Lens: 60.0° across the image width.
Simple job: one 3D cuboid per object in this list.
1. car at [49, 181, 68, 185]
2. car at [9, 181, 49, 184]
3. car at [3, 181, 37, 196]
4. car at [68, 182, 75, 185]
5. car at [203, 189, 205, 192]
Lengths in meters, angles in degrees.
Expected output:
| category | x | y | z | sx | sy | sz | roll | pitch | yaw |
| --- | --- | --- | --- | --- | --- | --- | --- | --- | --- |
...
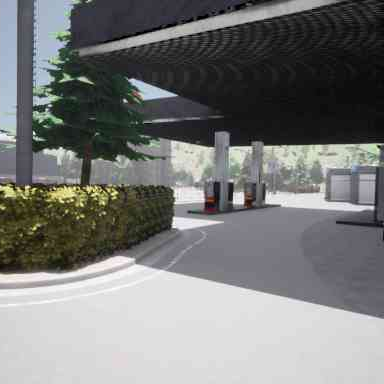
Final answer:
| category | x | y | z | sx | sy | sz | roll | pitch | yaw |
| --- | --- | --- | --- | --- | --- | --- | --- | --- | --- |
| car | -26.976 | -1.264 | 65.408 | 3.866 | 1.878 | 1.905 | 2 | 2 | 35 |
| car | -17.351 | -0.184 | 35.189 | 3.866 | 1.878 | 1.905 | 2 | 2 | 35 |
| car | -21.902 | -0.472 | 42.394 | 4.605 | 1.855 | 1.932 | 2 | 2 | 35 |
| car | -25.645 | -1.289 | 68.024 | 4.605 | 1.855 | 1.932 | 2 | 2 | 35 |
| car | 4.686 | -0.310 | 65.637 | 5.027 | 1.636 | 2.152 | 2 | 2 | 35 |
